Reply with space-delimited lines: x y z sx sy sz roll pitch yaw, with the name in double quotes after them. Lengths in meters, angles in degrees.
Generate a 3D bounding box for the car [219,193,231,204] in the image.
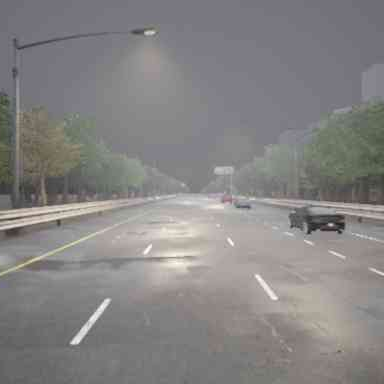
7.272 1.376 70.465 2.150 2.045 5.566 0 0 0 "car"

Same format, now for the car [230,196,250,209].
7.126 1.660 47.828 1.994 1.385 4.181 0 0 0 "car"

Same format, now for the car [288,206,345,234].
7.020 1.524 19.263 1.882 1.535 5.008 0 0 0 "car"
